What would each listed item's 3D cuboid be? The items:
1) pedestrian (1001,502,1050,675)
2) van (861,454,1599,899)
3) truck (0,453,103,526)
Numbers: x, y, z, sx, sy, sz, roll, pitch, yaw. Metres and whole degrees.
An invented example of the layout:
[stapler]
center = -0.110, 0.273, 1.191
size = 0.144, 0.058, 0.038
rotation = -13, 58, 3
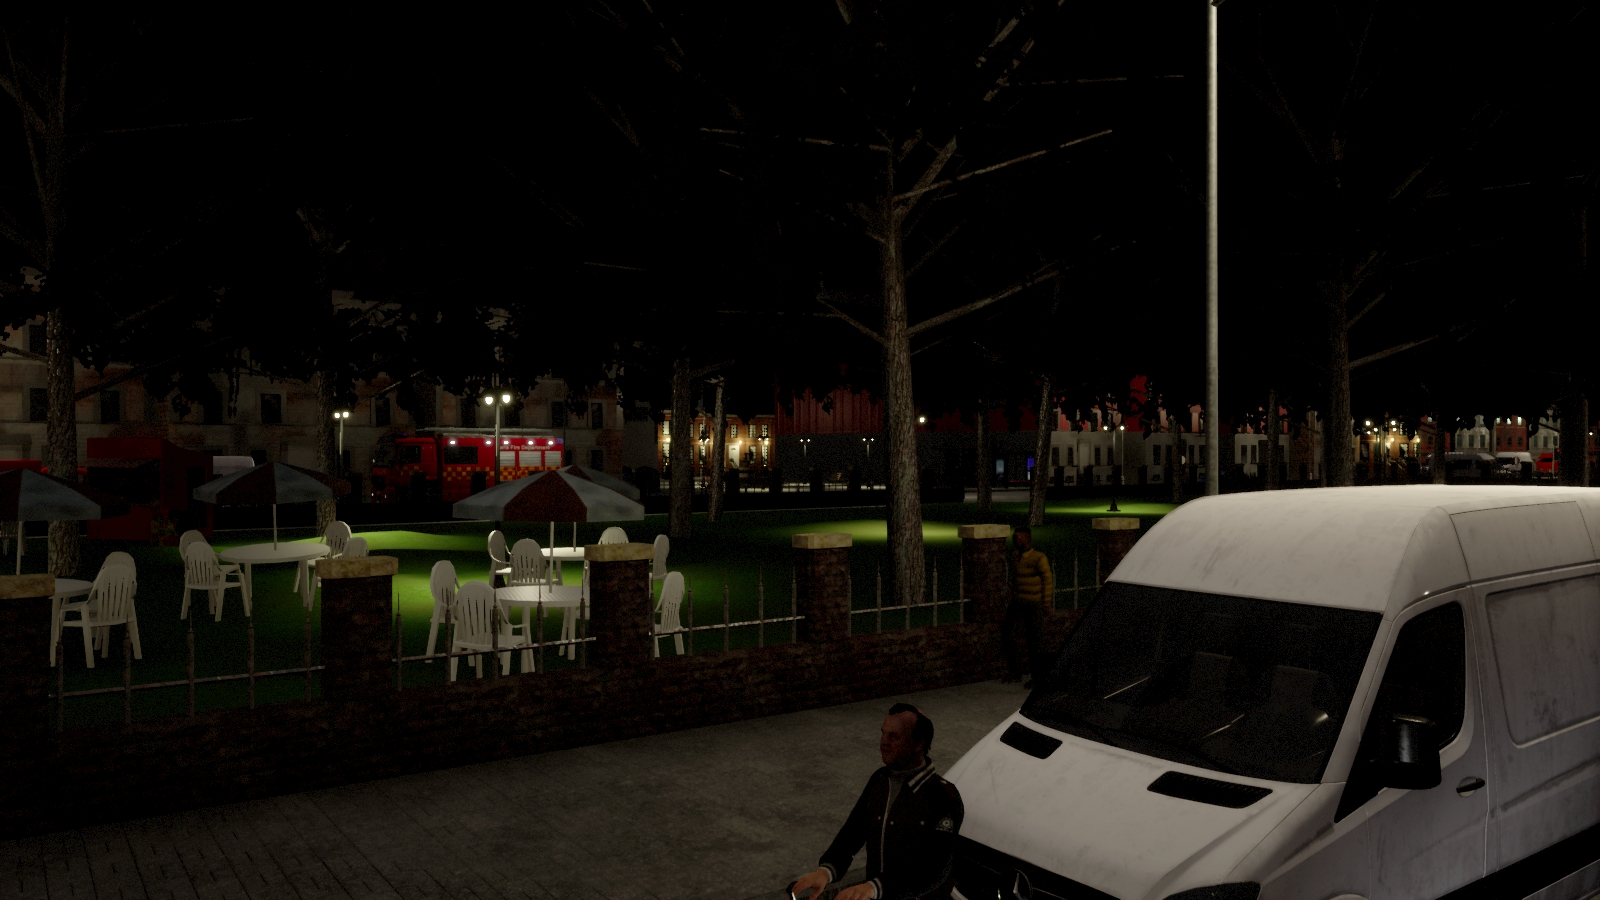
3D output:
[pedestrian]
center = 2.515, 1.525, 12.748
size = 0.375, 1.860, 0.375
rotation = 0, 0, -35
[van]
center = 3.302, 1.314, 6.746
size = 5.915, 2.561, 1.988
rotation = 0, 0, -35
[truck]
center = -27.704, 1.348, 40.270
size = 5.204, 2.467, 2.627
rotation = 0, 0, -35
